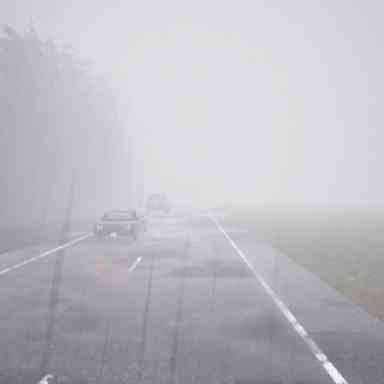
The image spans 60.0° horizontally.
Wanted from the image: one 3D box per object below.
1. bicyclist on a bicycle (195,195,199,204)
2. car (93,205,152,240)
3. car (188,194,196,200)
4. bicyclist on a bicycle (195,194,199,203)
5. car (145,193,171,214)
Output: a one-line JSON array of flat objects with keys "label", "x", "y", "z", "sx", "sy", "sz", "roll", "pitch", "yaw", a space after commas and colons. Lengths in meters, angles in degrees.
[{"label": "bicyclist on a bicycle", "x": 0.973, "y": 1.306, "z": 57.410, "sx": 0.582, "sy": 1.620, "sz": 1.656, "roll": 0, "pitch": 0, "yaw": 0}, {"label": "car", "x": -3.395, "y": 1.558, "z": 16.674, "sx": 1.895, "sy": 1.301, "sz": 4.718, "roll": 0, "pitch": 0, "yaw": 0}, {"label": "car", "x": 0.016, "y": 1.339, "z": 83.047, "sx": 1.994, "sy": 1.385, "sz": 4.181, "roll": 0, "pitch": 0, "yaw": 0}, {"label": "bicyclist on a bicycle", "x": 0.973, "y": 1.200, "z": 66.599, "sx": 0.659, "sy": 1.776, "sz": 1.843, "roll": 0, "pitch": 0, "yaw": 0}, {"label": "car", "x": -3.396, "y": 1.135, "z": 33.627, "sx": 2.150, "sy": 2.045, "sz": 5.566, "roll": 0, "pitch": 0, "yaw": 0}]
